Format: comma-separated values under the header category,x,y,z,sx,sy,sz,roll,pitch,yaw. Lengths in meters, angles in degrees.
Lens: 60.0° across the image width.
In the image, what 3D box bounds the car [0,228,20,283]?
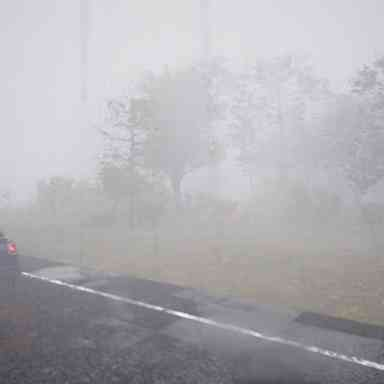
category,x,y,z,sx,sy,sz,roll,pitch,yaw
car,-6.488,1.410,8.617,4.553,1.767,2.097,0,0,36
